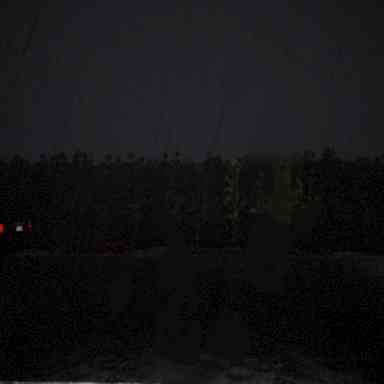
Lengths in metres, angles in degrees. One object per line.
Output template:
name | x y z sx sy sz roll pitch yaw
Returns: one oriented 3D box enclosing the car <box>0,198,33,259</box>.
car | -7.897 1.197 10.339 5.566 2.045 2.150 0 -1 6
